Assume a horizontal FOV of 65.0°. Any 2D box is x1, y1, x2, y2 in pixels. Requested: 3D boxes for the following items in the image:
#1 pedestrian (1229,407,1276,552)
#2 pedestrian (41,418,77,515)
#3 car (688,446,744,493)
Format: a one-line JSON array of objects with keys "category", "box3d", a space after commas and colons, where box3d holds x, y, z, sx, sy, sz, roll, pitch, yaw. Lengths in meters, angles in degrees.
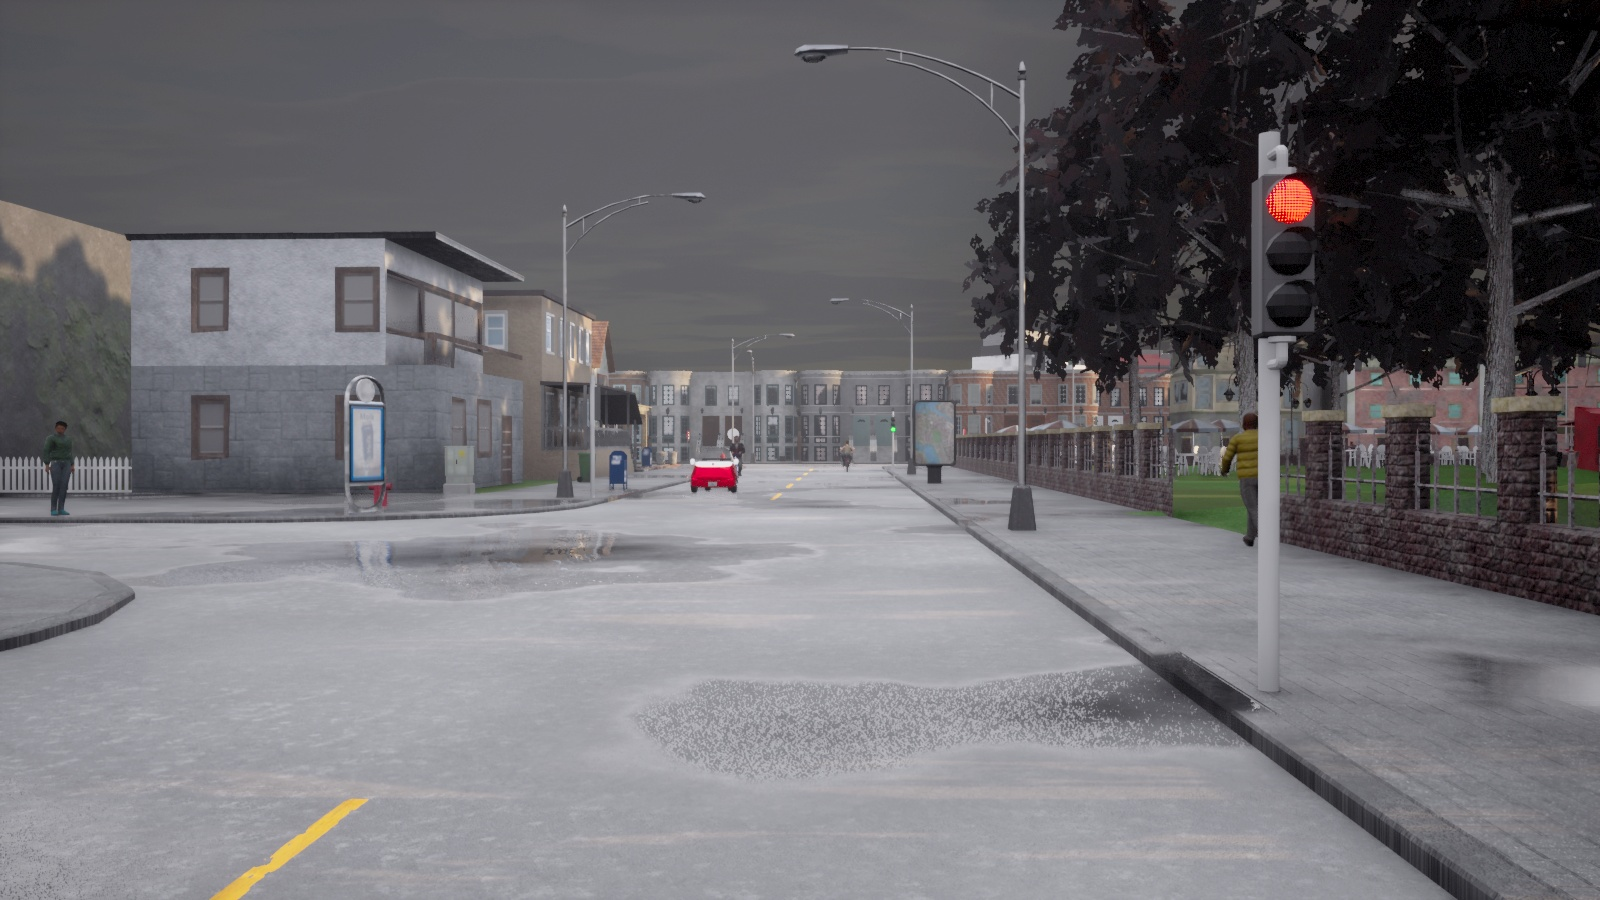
[{"category": "pedestrian", "box3d": [5.859, 0.369, 16.280, 0.370, 1.835, 0.726, 0, 0, 2]}, {"category": "pedestrian", "box3d": [-14.293, 0.308, 24.213, 0.614, 1.847, 0.353, 0, 0, 32]}, {"category": "car", "box3d": [-2.562, 0.582, 38.474, 1.481, 1.376, 2.207, 0, 0, 2]}]
